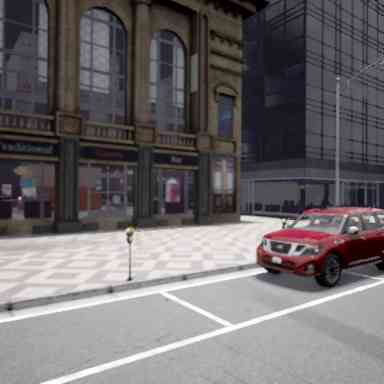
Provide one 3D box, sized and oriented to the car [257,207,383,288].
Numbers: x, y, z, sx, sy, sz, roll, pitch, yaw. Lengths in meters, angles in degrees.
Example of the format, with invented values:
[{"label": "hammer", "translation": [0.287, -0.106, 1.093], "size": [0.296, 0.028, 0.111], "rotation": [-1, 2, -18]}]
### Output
[{"label": "car", "translation": [4.164, 1.402, 9.737], "size": [5.009, 1.841, 2.192], "rotation": [1, 0, -36]}]
